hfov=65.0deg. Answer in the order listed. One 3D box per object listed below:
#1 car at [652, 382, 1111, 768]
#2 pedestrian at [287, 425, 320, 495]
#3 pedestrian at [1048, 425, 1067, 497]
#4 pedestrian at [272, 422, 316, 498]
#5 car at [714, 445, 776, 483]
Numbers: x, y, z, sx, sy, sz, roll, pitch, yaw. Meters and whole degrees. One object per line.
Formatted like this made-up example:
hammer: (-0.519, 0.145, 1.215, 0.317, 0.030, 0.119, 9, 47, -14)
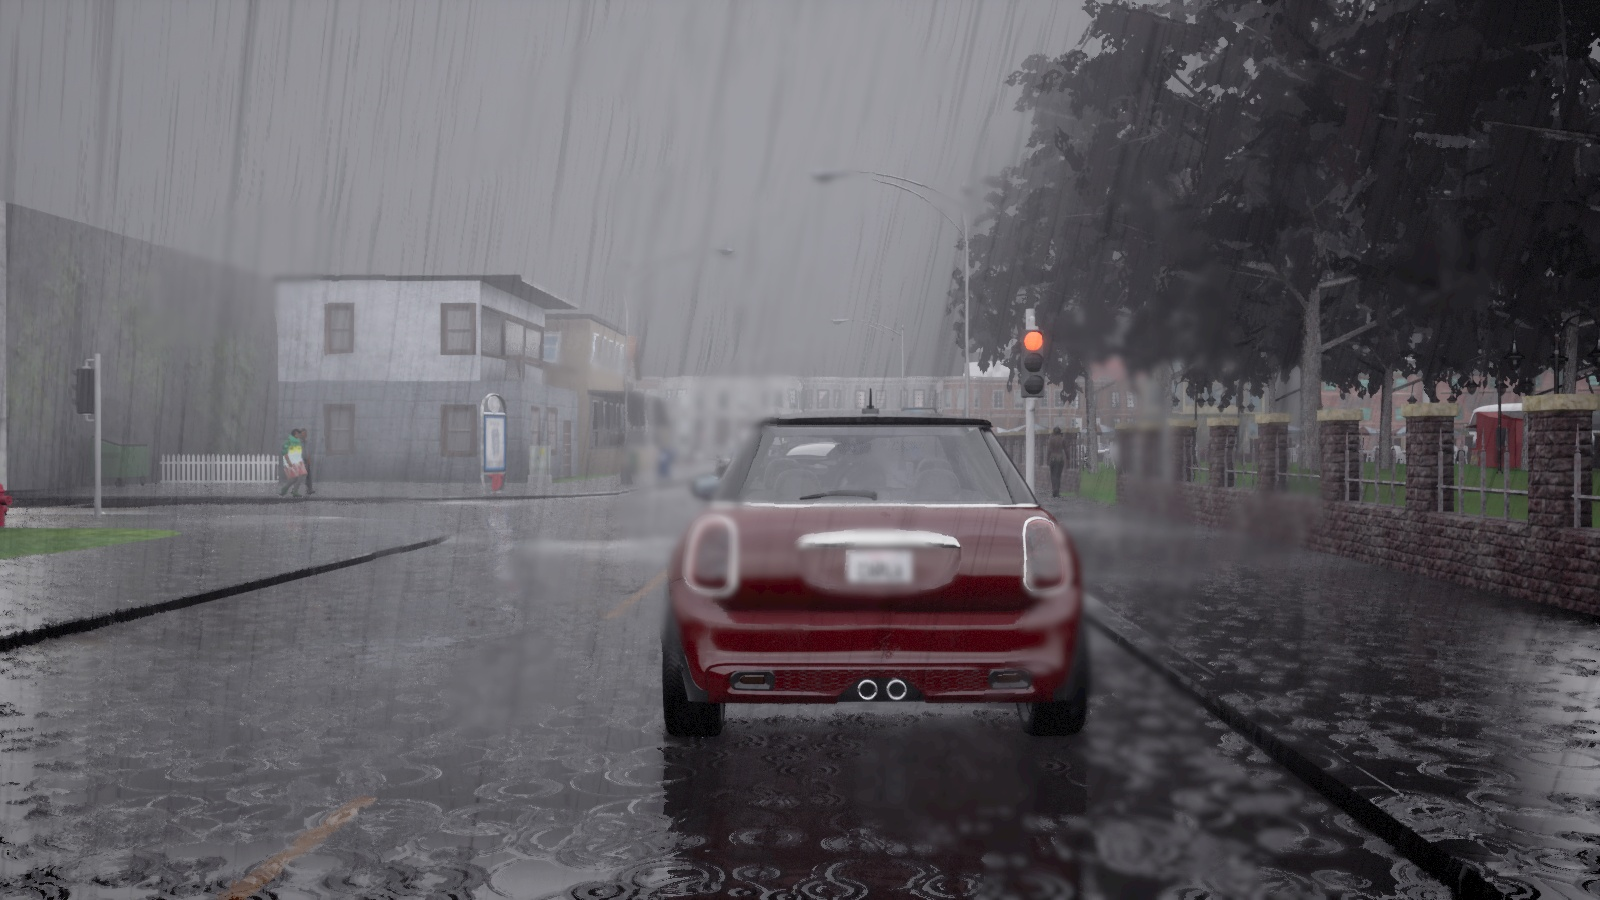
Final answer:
car: (0.361, 0.560, 8.016, 2.097, 1.767, 4.553, 0, 0, 0)
pedestrian: (-13.209, 0.257, 33.408, 0.694, 1.848, 0.540, 0, 0, 35)
pedestrian: (6.559, 0.281, 32.012, 0.328, 1.805, 0.869, 0, 0, 2)
pedestrian: (-13.198, 0.263, 32.778, 0.873, 1.952, 0.659, 0, 0, 27)
car: (-2.120, 0.509, 50.148, 2.033, 1.411, 5.357, 0, 0, 2)
